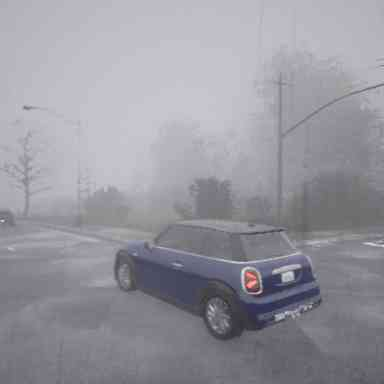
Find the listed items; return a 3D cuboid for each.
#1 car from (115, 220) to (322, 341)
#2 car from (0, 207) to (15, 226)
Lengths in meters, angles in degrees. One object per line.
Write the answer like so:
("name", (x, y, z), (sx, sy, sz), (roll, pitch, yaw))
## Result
("car", (0.186, 1.350, 6.905), (2.097, 1.767, 4.553), (0, 0, -39))
("car", (-15.460, 2.000, 26.368), (1.837, 1.490, 4.892), (0, -3, -39))
